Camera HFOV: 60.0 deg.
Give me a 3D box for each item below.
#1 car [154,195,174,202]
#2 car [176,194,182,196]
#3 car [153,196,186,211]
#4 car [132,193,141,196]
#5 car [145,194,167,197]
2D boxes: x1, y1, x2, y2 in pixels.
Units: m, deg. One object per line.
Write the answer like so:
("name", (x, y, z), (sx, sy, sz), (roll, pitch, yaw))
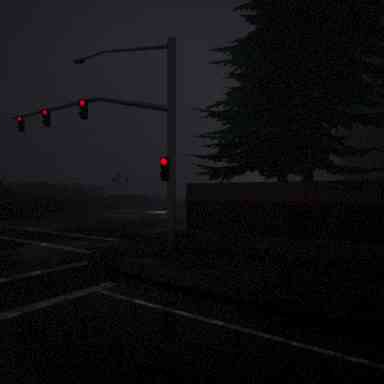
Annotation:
("car", (-6.038, 1.327, 71.659), (3.905, 1.438, 1.784), (0, 0, 36))
("car", (-4.353, 1.359, 74.013), (3.806, 1.475, 1.970), (0, 0, 36))
("car", (-2.046, 1.472, 39.628), (2.033, 1.411, 5.357), (0, 0, 35))
("car", (-13.281, 1.347, 87.490), (3.806, 1.475, 1.970), (0, 0, 36))
("car", (-7.557, 1.117, 69.447), (4.605, 1.855, 1.932), (0, 0, 36))
